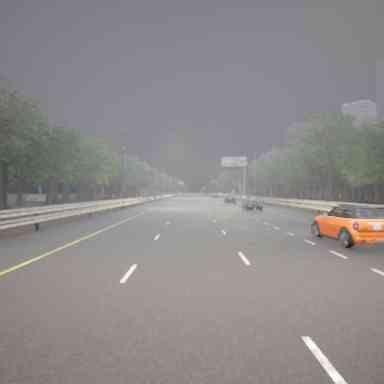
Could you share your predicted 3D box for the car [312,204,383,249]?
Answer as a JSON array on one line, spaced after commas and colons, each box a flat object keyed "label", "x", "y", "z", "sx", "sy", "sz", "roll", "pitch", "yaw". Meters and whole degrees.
[{"label": "car", "x": 7.015, "y": 1.354, "z": 14.708, "sx": 2.097, "sy": 1.767, "sz": 4.553, "roll": 0, "pitch": 0, "yaw": 0}]

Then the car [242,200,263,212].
[{"label": "car", "x": 7.094, "y": 1.607, "z": 39.522, "sx": 1.895, "sy": 1.301, "sz": 4.718, "roll": 0, "pitch": 0, "yaw": 0}]

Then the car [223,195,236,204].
[{"label": "car", "x": 7.242, "y": 1.352, "z": 64.712, "sx": 2.097, "sy": 1.767, "sz": 4.553, "roll": 0, "pitch": 0, "yaw": 0}]
